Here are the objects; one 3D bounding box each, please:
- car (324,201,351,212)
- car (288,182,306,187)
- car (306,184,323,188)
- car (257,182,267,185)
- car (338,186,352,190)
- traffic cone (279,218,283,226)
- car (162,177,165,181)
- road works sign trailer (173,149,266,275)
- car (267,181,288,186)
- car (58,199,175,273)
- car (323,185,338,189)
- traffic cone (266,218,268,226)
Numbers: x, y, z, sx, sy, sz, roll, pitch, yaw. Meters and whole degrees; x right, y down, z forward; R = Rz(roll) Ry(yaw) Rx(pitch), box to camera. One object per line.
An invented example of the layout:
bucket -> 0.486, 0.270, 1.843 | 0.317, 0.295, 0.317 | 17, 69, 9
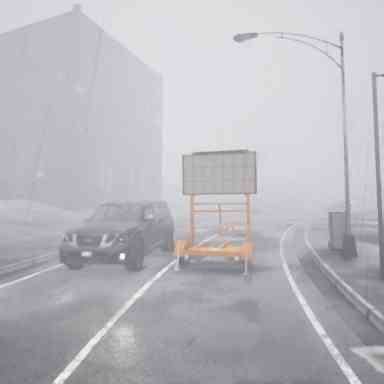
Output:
car -> 21.022, 2.096, 47.952 | 4.892, 1.490, 1.837 | 1, -5, -37
car -> 22.948, -1.476, 76.252 | 4.553, 1.767, 2.185 | 2, -5, -27
car -> 27.979, -1.101, 78.970 | 4.792, 1.488, 2.163 | 2, -5, -28
car -> 13.048, -1.710, 71.297 | 4.674, 1.452, 2.002 | 2, -5, -25
car -> 37.427, -0.684, 84.469 | 4.892, 1.521, 2.231 | 3, -5, -31
traffic cone -> 6.100, 2.039, 22.751 | 0.340, 0.580, 0.340 | -2, -1, 17
car -> -7.072, -2.493, 62.409 | 4.553, 1.767, 2.185 | 2, -5, -24
road works sign trailer -> 0.919, 0.488, 10.696 | 2.380, 3.560, 2.880 | -1, 0, 18
car -> 18.035, -1.554, 73.724 | 5.008, 1.535, 2.097 | 2, -5, -26
car -> -2.185, 1.295, 11.413 | 2.150, 2.045, 5.566 | -1, -1, 12
car -> 32.775, -0.871, 81.692 | 4.674, 1.452, 2.002 | 3, -5, -30
traffic cone -> 5.145, 2.070, 23.036 | 0.340, 0.580, 0.340 | -2, -1, 17
